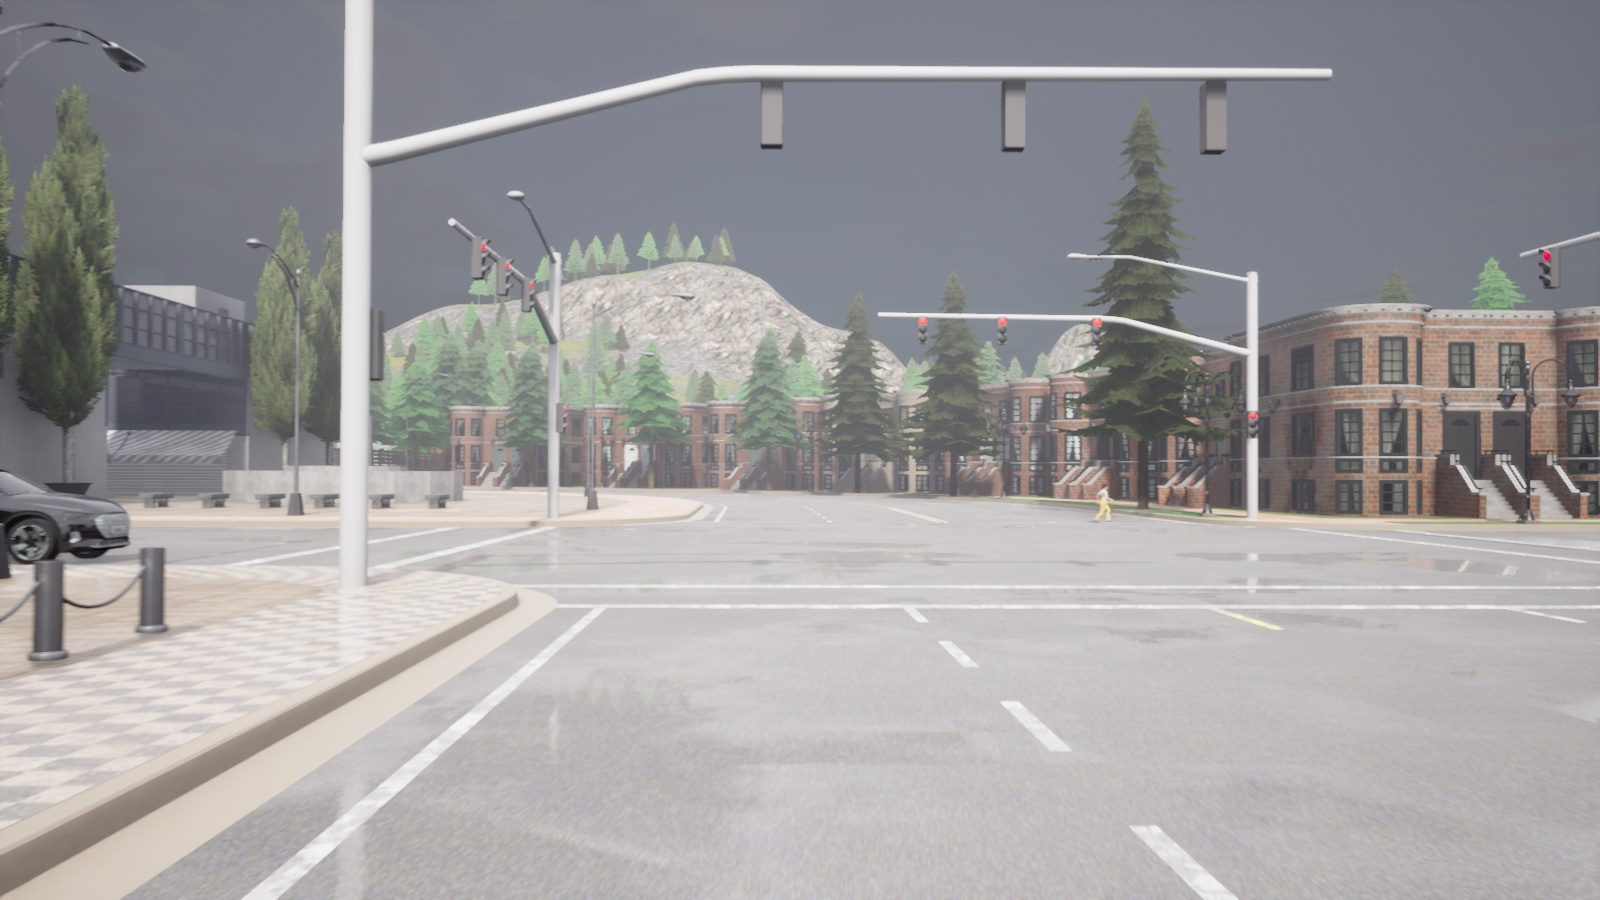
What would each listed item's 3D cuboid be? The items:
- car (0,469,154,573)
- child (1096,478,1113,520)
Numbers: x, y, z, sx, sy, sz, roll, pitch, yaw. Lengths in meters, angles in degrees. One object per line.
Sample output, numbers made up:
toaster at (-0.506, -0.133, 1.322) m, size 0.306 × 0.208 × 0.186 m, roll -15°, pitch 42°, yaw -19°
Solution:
car at (-13.734, 1.145, 20.932) m, size 4.856 × 1.649 × 2.033 m, roll 0°, pitch -1°, yaw -2°
child at (9.269, 1.491, 38.241) m, size 0.437 × 1.263 × 0.270 m, roll 0°, pitch -1°, yaw 0°
